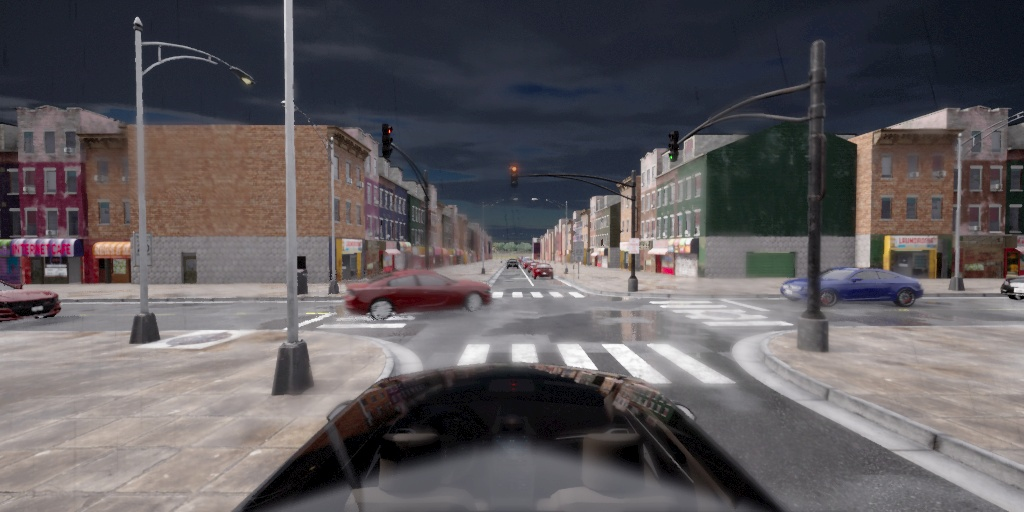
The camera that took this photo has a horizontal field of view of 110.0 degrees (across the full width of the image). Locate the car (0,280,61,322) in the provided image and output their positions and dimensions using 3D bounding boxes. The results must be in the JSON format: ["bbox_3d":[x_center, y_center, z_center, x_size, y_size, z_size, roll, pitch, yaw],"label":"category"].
[{"bbox_3d":[-17.355,1.374,11.228,5.008,1.535,1.882,0,1,0],"label":"car"}]

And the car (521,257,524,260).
[{"bbox_3d":[2.748,1.187,59.343,1.967,1.591,4.097,0,0,0],"label":"car"}]

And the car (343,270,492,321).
[{"bbox_3d":[-3.175,1.243,12.640,5.008,1.535,1.882,-1,3,-25],"label":"car"}]

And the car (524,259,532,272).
[{"bbox_3d":[2.716,1.329,42.746,1.802,1.307,4.207,0,0,0],"label":"car"}]

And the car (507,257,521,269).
[{"bbox_3d":[0.106,1.252,56.428,1.837,1.490,4.892,0,0,0],"label":"car"}]

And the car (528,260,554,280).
[{"bbox_3d":[2.695,1.292,31.681,1.888,1.381,4.507,0,0,0],"label":"car"}]

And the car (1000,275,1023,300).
[{"bbox_3d":[22.459,1.087,14.088,4.902,1.511,2.128,0,1,0],"label":"car"}]

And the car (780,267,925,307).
[{"bbox_3d":[13.298,1.160,14.130,4.674,1.442,1.812,0,1,1],"label":"car"}]

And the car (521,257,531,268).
[{"bbox_3d":[2.737,1.292,53.811,1.888,1.381,4.507,0,0,0],"label":"car"}]
